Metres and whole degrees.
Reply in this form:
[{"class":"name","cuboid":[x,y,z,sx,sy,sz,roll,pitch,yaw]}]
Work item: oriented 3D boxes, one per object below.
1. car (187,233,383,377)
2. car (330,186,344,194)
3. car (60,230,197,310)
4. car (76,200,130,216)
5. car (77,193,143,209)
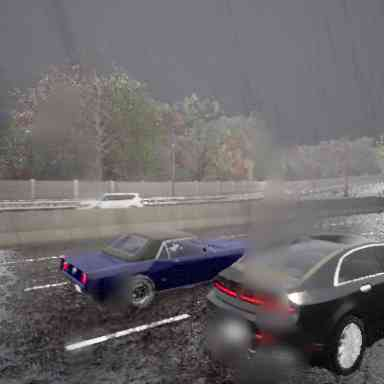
[{"class":"car","cuboid":[2.499,1.451,5.528,4.892,1.490,1.837,-1,0,-35]},{"class":"car","cuboid":[37.260,-0.213,86.374,1.895,1.301,4.718,0,2,33]},{"class":"car","cuboid":[-0.401,1.558,7.762,4.718,1.301,1.895,-1,0,-35]},{"class":"car","cuboid":[-8.560,1.479,32.230,4.718,1.301,1.895,-1,0,-35]},{"class":"car","cuboid":[-7.036,1.109,29.023,5.566,2.045,2.150,0,0,-35]}]
